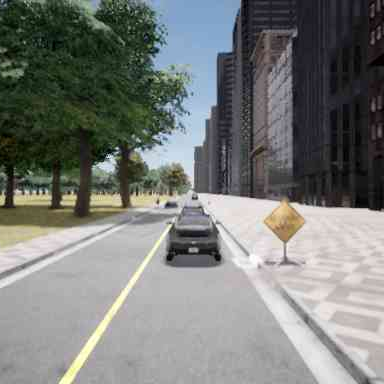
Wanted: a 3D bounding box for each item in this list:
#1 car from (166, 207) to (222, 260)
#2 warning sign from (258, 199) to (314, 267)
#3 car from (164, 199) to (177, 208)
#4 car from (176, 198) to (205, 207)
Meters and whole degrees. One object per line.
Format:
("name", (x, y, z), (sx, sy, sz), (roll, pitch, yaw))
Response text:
("car", (0.066, 1.536, 12.591), (1.837, 1.490, 4.892), (0, 0, 0))
("warning sign", (2.706, 1.139, 9.703), (1.300, 1.860, 1.060), (-1, -1, 0))
("car", (-3.085, 1.731, 49.844), (1.895, 1.301, 4.718), (0, 0, 0))
("car", (0.068, 1.562, 27.908), (2.128, 1.511, 4.902), (0, 0, 0))
